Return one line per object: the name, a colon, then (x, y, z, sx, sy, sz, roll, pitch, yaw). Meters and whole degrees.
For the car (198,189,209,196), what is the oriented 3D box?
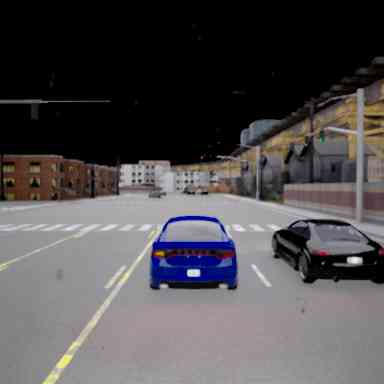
car: (3.286, 0.116, 87.776, 1.882, 1.535, 5.008, 0, 1, -3)

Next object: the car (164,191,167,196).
car: (-7.168, 0.297, 79.361, 1.812, 1.442, 4.674, 0, 1, 0)

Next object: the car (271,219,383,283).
car: (3.546, 1.420, 9.232, 1.994, 1.385, 4.181, 0, 1, 0)

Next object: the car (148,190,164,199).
car: (-7.167, 0.357, 64.302, 2.097, 1.767, 4.553, 0, 1, 0)

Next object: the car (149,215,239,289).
car: (0.043, 1.340, 8.768, 1.882, 1.535, 5.008, 0, 1, 0)

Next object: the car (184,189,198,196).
car: (-0.201, 0.004, 86.877, 2.097, 1.767, 4.553, 0, 1, -3)
